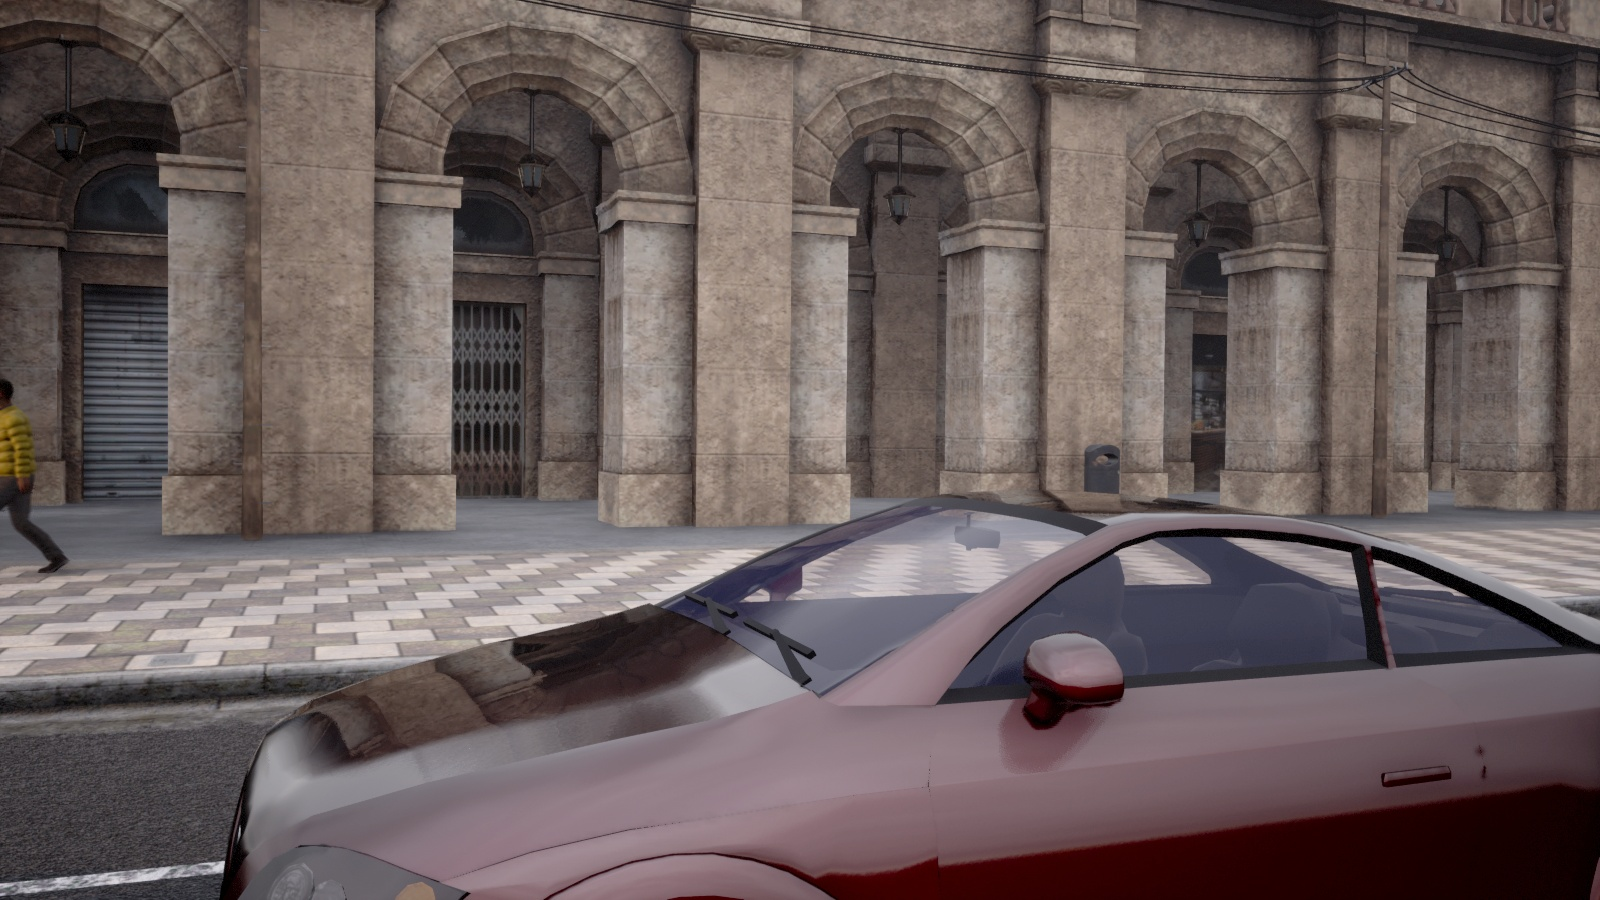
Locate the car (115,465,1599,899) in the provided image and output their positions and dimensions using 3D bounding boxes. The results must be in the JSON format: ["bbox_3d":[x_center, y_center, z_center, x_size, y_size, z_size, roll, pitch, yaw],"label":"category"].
[{"bbox_3d":[0.623,0.799,3.482,4.181,1.385,1.994,-1,1,-21],"label":"car"}]

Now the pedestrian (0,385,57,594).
[{"bbox_3d":[-7.128,0.349,11.252,0.709,1.840,0.431,-1,1,-21],"label":"pedestrian"}]
